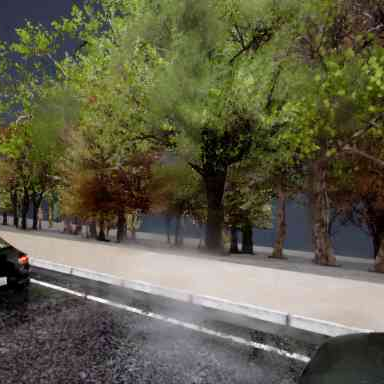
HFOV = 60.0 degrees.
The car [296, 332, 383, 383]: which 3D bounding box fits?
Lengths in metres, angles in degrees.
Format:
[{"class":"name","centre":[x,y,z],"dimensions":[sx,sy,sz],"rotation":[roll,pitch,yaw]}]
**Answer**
[{"class":"car","centre":[2.636,1.564,1.806],"dimensions":[4.181,1.385,1.994],"rotation":[0,0,35]}]

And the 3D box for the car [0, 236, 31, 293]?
[{"class":"car","centre":[-5.488,1.524,7.557],"dimensions":[4.674,1.442,1.812],"rotation":[0,0,35]}]
